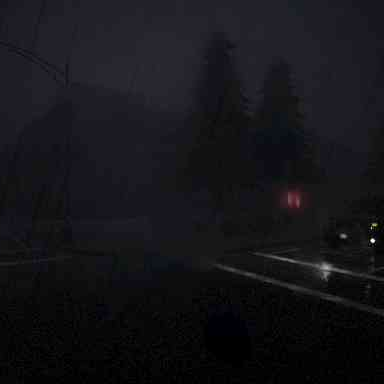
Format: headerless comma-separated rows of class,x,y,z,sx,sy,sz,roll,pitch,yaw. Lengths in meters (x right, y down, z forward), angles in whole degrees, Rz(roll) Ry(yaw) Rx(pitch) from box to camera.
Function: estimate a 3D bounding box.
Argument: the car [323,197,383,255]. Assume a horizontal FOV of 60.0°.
car,7.729,1.248,13.728,5.566,2.045,2.150,0,0,-37
